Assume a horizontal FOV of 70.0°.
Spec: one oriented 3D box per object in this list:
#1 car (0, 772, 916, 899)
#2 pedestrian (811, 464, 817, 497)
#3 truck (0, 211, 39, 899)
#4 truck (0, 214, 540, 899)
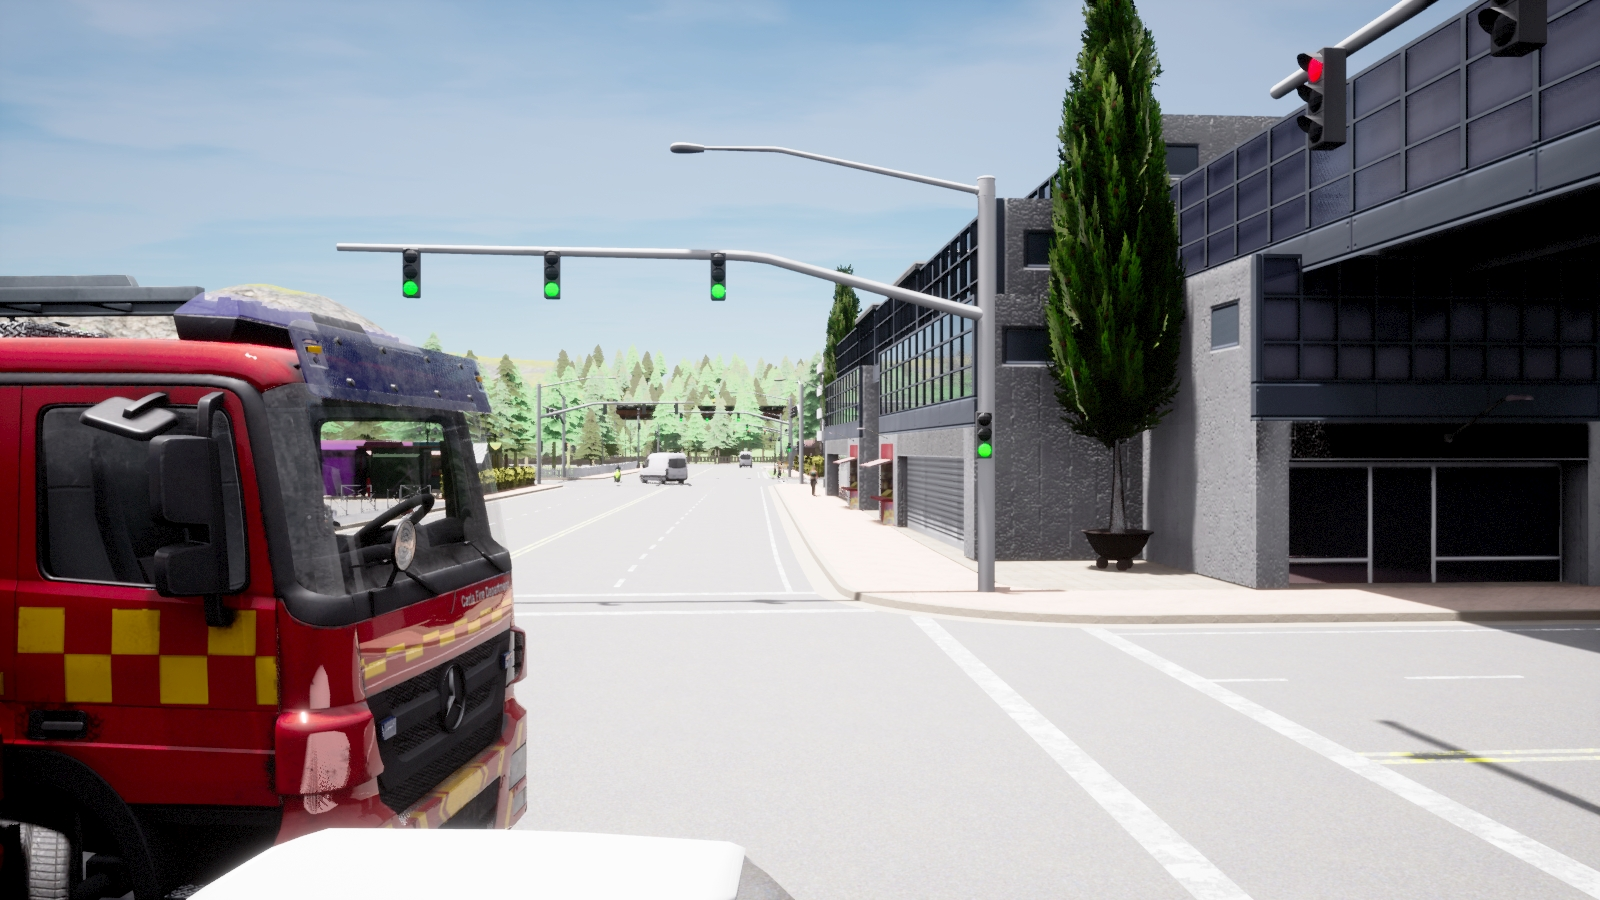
[{"bbox_3d":[-1.549,2.065,3.579,3.806,1.475,1.970,0,0,5],"label":"car"},{"bbox_3d":[0.789,1.696,64.493,0.375,1.860,0.375,0,0,0],"label":"pedestrian"},{"bbox_3d":[-7.587,0.890,3.490,8.468,3.827,2.891,0,0,-3],"label":"truck"},{"bbox_3d":[-6.102,0.890,6.659,8.468,3.827,2.891,0,0,4],"label":"truck"}]
